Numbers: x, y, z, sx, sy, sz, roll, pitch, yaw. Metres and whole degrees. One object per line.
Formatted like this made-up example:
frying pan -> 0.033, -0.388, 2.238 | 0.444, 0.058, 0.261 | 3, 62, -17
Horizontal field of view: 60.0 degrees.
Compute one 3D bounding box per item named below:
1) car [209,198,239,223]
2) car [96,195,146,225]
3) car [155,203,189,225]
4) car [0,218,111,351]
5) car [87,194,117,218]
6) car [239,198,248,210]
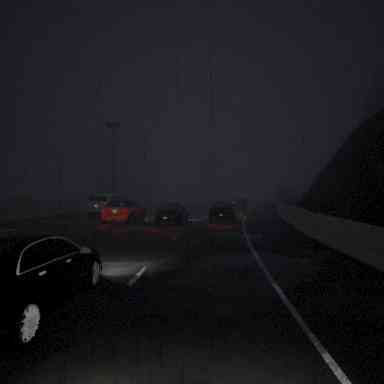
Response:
car -> 2.454, 1.475, 25.982 | 1.882, 1.535, 5.008 | 0, 0, 9
car -> -4.883, 1.338, 24.361 | 2.097, 1.767, 4.553 | 0, 0, 8
car -> -1.419, 1.517, 24.045 | 1.812, 1.442, 4.674 | 0, 0, 8
car -> -3.170, 1.498, 6.183 | 1.837, 1.490, 4.892 | 0, 0, 2
car -> -7.483, 1.201, 30.227 | 2.150, 2.045, 5.566 | 0, 0, 10
car -> 5.989, 1.490, 42.000 | 2.128, 1.511, 4.902 | 0, 0, 15
